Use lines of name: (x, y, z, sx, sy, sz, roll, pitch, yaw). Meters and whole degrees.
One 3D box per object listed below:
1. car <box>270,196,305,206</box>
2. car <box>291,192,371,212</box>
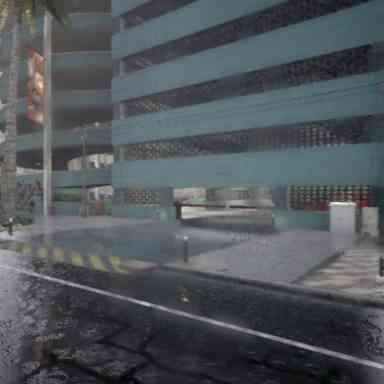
car: (14.750, 1.324, 51.477, 4.674, 1.452, 2.002, 0, 0, 36)
car: (9.873, 1.030, 23.011, 5.566, 2.045, 2.435, 0, 0, 36)
